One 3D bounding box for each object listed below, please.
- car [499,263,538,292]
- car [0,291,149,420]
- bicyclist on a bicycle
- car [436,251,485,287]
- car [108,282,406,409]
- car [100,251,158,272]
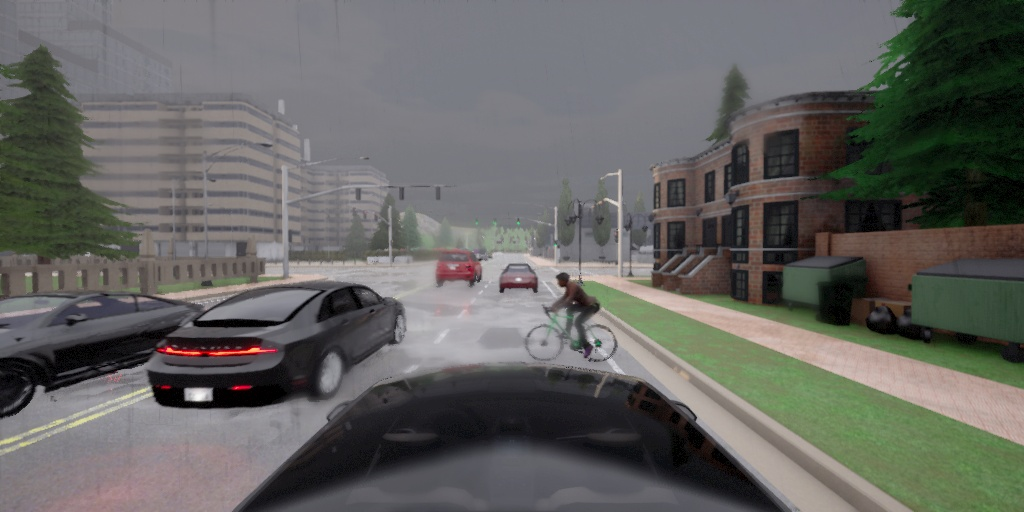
[{"bbox_3d":[0.352,1.081,19.352,1.994,1.385,4.181,0,1,1],"label":"car"},{"bbox_3d":[-7.050,1.261,5.525,1.994,1.385,4.181,0,1,1],"label":"car"},{"bbox_3d":[1.073,1.118,6.455,1.656,1.620,0.582,0,1,1],"label":"bicyclist on a bicycle"},{"bbox_3d":[-3.109,0.707,21.796,2.150,2.045,5.566,0,1,1],"label":"car"},{"bbox_3d":[-3.345,1.195,6.286,1.837,1.490,4.892,0,1,1],"label":"car"},{"bbox_3d":[-37.891,0.515,35.093,5.566,2.045,2.150,0,1,1],"label":"car"}]
